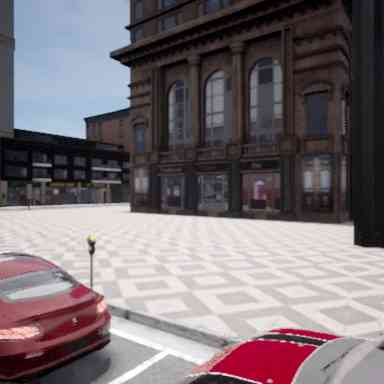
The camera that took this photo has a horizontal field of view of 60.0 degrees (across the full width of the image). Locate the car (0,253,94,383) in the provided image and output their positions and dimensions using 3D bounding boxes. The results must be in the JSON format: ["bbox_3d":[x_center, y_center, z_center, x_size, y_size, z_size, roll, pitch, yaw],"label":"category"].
[{"bbox_3d":[-2.997,1.592,4.984,4.206,1.307,1.802,0,0,35],"label":"car"}]

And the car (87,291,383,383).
[{"bbox_3d":[1.594,1.439,1.710,4.097,1.590,1.967,0,0,35],"label":"car"}]
